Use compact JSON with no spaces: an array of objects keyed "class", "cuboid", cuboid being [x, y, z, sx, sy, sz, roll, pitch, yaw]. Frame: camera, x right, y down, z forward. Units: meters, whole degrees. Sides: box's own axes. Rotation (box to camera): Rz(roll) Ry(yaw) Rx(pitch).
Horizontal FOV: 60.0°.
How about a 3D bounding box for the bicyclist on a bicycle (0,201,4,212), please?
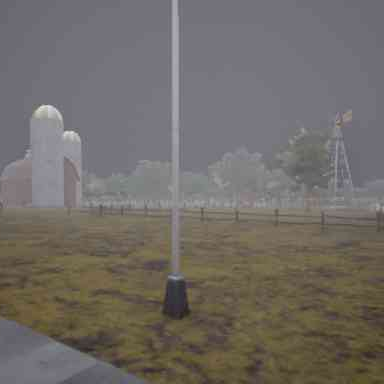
[{"class":"bicyclist on a bicycle","cuboid":[-28.749,2.136,49.914,1.656,1.620,0.582,-1,-2,36]}]
